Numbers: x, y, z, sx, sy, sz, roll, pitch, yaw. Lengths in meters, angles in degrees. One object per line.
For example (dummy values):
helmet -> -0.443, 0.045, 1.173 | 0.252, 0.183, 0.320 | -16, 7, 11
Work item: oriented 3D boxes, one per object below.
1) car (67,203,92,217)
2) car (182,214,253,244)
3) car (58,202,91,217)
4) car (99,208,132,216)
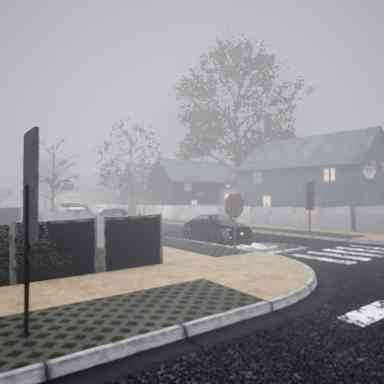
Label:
car -> -15.994, 2.517, 47.008 | 2.097, 1.767, 4.553 | 1, -2, -35
car -> 1.232, 1.869, 17.581 | 1.994, 1.385, 4.181 | 1, -2, -36
car -> -14.296, 2.182, 39.563 | 2.150, 2.045, 5.566 | 1, -2, -35
car -> -6.458, 2.135, 28.453 | 1.837, 1.490, 4.892 | 1, -2, -35
